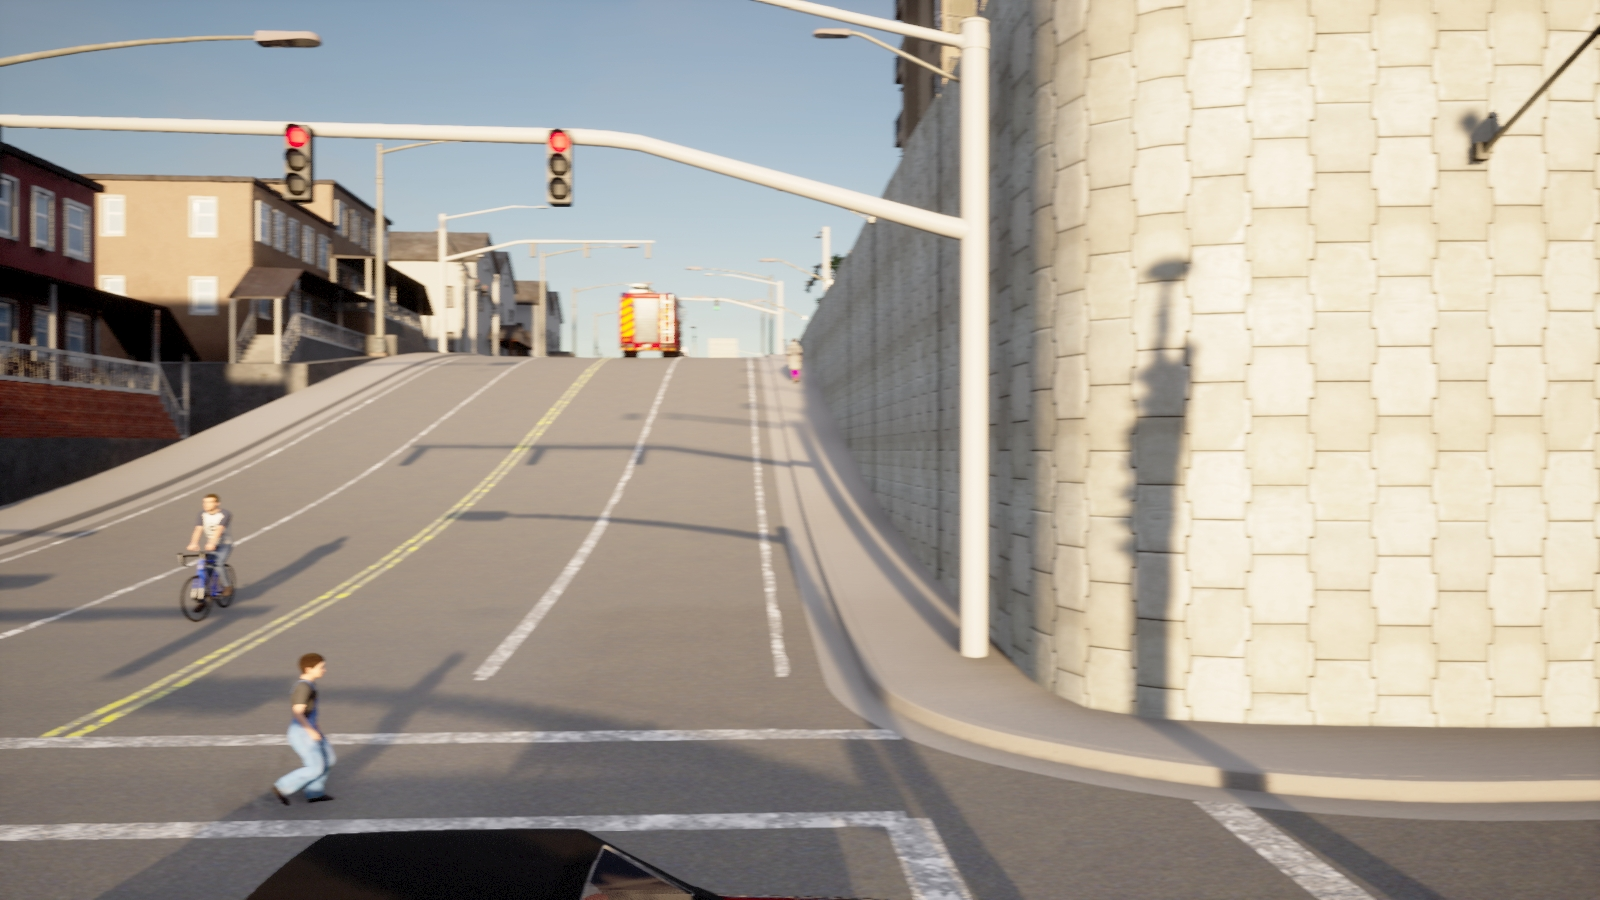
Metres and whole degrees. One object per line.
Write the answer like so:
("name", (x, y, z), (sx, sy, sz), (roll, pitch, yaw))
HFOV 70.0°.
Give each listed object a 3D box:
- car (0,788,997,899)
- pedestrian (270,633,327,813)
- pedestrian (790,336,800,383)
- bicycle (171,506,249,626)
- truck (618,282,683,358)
("car", (-1.715, 2.150, 4.013), (4.718, 1.301, 1.895), (0, 0, -3))
("pedestrian", (-3.922, 2.118, 8.952), (0.375, 1.300, 0.375), (0, 0, -18))
("pedestrian", (-0.205, -3.649, 46.255), (0.375, 1.860, 0.375), (0, 0, -3))
("bicycle", (-8.783, 1.692, 17.063), (0.373, 1.521, 1.643), (0, 4, -4))
("truck", (-8.095, -6.980, 62.822), (2.891, 3.827, 8.468), (0, 4, -3))
